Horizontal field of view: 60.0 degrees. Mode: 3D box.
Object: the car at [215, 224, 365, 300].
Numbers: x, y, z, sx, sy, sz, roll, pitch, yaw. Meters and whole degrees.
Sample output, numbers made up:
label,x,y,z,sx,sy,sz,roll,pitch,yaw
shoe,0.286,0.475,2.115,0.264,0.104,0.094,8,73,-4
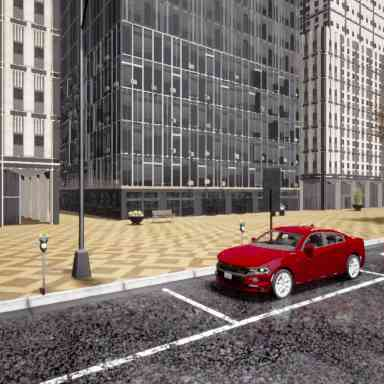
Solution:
label,x,y,z,sx,sy,sz,roll,pitch,yaw
car,2.596,1.545,8.414,4.507,1.381,1.887,0,0,-36
